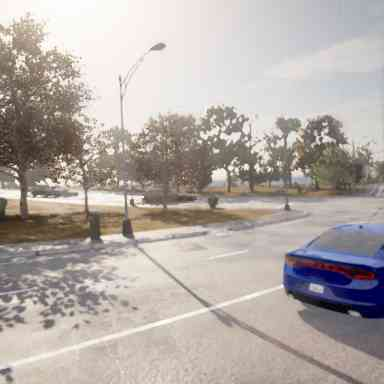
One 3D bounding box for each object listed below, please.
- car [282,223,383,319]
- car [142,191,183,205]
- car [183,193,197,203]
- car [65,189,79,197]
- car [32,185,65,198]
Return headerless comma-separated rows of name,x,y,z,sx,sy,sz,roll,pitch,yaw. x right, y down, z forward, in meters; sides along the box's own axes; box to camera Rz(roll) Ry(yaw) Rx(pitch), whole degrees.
car,3.989,1.408,7.093,5.008,1.535,1.882,-1,1,-39
car,-3.942,0.646,41.092,4.553,1.767,2.097,1,3,33
car,-1.666,0.729,43.793,4.718,1.301,1.895,1,3,33
car,-21.419,0.126,56.901,4.718,1.301,1.895,2,4,34
car,-23.880,-0.100,54.320,5.566,2.045,2.150,2,4,34
